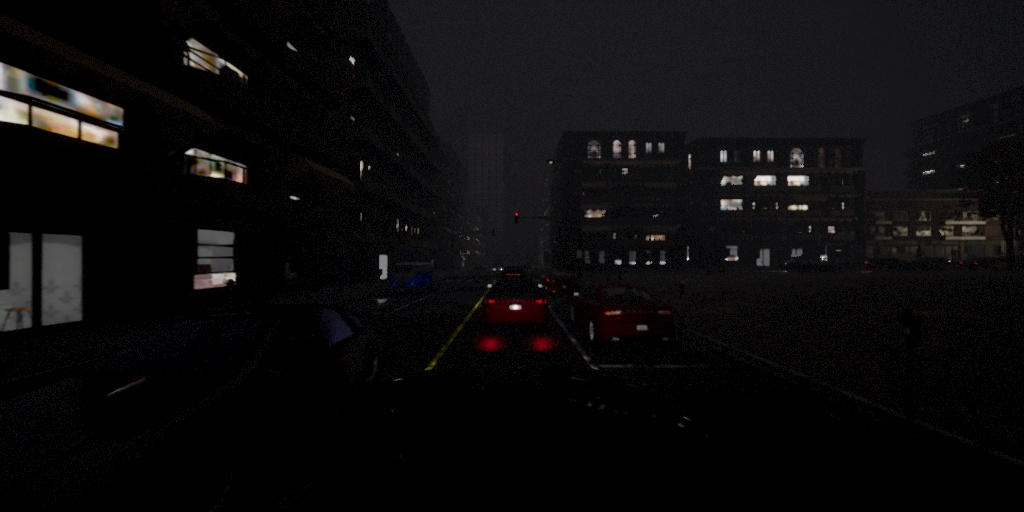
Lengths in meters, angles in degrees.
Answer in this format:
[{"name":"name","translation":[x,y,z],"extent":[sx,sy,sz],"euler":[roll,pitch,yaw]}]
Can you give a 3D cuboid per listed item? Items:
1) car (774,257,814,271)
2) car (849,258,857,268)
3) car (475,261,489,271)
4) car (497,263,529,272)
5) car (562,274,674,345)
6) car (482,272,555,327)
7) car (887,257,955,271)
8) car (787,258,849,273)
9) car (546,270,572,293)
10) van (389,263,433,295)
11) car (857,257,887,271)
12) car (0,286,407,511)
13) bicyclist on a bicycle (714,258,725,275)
[{"name":"car","translation":[34.880,0.897,43.940],"extent":[4.553,1.767,2.097],"euler":[-1,0,-1]},{"name":"car","translation":[43.491,0.964,46.668],"extent":[4.403,1.370,2.007],"euler":[0,0,-1]},{"name":"car","translation":[-5.699,1.874,64.147],"extent":[2.007,1.370,4.403],"euler":[0,0,0]},{"name":"car","translation":[0.096,1.476,26.719],"extent":[1.837,1.490,4.892],"euler":[0,-1,0]},{"name":"car","translation":[2.687,1.364,9.622],"extent":[1.888,1.381,4.507],"euler":[0,0,0]},{"name":"car","translation":[0.097,1.402,11.858],"extent":[1.994,1.385,4.181],"euler":[0,-1,0]},{"name":"car","translation":[43.610,0.956,38.288],"extent":[4.403,1.370,2.007],"euler":[0,0,-1]},{"name":"car","translation":[32.473,1.129,38.129],"extent":[4.403,1.370,2.007],"euler":[0,0,-1]},{"name":"car","translation":[2.686,1.463,20.673],"extent":[1.888,1.381,4.507],"euler":[0,0,0]},{"name":"van","translation":[-5.694,1.258,20.673],"extent":[1.690,1.789,3.998],"euler":[0,0,0]},{"name":"car","translation":[43.047,0.918,40.939],"extent":[4.892,1.490,1.837],"euler":[0,0,0]},{"name":"car","translation":[-3.101,1.320,4.287],"extent":[2.033,1.411,5.357],"euler":[0,0,0]},{"name":"bicyclist on a bicycle","translation":[20.240,1.067,35.007],"extent":[0.582,1.620,1.656],"euler":[-1,0,-1]}]
